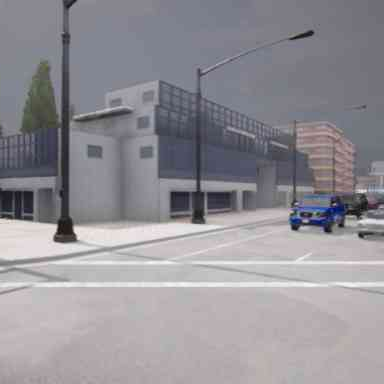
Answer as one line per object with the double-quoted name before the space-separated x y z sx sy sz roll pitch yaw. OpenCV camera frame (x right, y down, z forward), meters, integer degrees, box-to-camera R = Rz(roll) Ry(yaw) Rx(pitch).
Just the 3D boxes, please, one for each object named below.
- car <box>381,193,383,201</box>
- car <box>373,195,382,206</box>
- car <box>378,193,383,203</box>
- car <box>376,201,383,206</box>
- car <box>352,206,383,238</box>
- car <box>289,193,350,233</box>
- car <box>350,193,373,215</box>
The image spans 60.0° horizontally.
"car" 25.460 1.060 45.339 2.033 1.411 5.357 0 1 35
"car" 19.313 1.369 36.647 1.895 1.301 4.718 0 1 35
"car" 31.656 0.930 54.006 2.033 1.411 5.357 0 0 36
"car" 15.029 1.579 24.499 1.895 1.301 4.718 0 1 35
"car" 9.750 1.609 17.009 1.895 1.301 4.718 0 0 35
"car" 7.724 1.225 20.214 2.150 2.045 5.566 0 0 35
"car" 13.689 1.161 28.672 2.150 2.045 5.566 0 1 36
